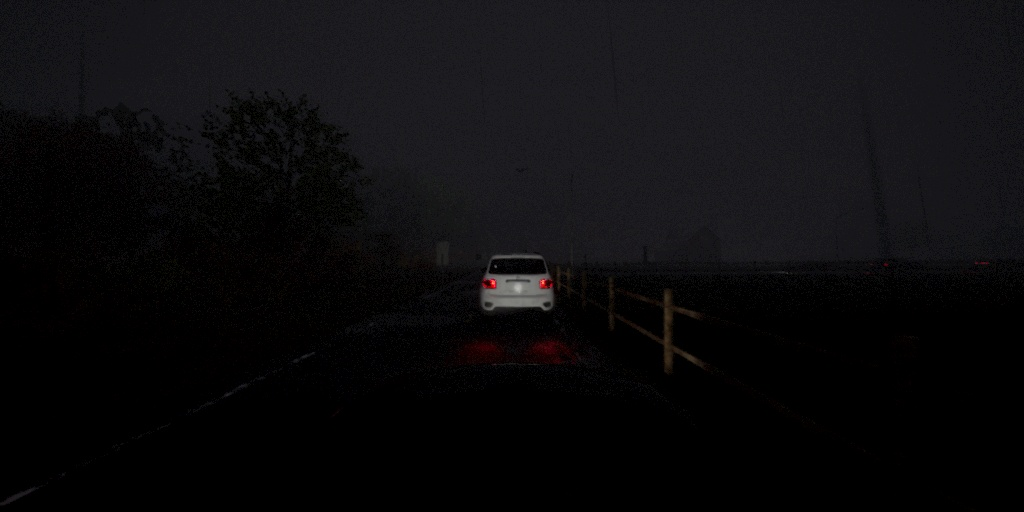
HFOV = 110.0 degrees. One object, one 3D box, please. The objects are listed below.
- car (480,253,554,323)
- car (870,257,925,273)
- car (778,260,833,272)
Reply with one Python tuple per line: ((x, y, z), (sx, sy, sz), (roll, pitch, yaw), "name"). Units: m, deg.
((0.106, 0.979, 12.343), (2.150, 2.045, 5.566), (0, -1, -1), "car")
((42.878, 0.936, 39.885), (4.553, 1.767, 2.097), (0, 0, -1), "car")
((34.876, 1.194, 42.614), (5.357, 1.411, 2.033), (0, 0, -1), "car")
